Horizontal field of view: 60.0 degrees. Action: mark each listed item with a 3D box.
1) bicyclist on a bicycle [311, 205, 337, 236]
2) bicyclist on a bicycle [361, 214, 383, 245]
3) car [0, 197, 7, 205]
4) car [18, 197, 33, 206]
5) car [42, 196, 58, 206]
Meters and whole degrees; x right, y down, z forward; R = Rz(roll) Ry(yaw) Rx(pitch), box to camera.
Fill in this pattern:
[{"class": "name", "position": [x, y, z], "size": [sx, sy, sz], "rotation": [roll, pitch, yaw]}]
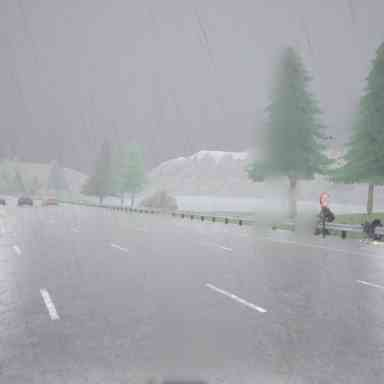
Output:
[{"class": "bicyclist on a bicycle", "position": [6.761, 1.419, 16.909], "size": [1.656, 1.620, 0.582], "rotation": [3, -2, -19]}, {"class": "bicyclist on a bicycle", "position": [7.902, 1.727, 14.462], "size": [1.620, 1.656, 0.582], "rotation": [-3, 2, -28]}, {"class": "car", "position": [-32.451, 1.526, 56.119], "size": [1.812, 1.442, 4.674], "rotation": [0, 0, -32]}, {"class": "car", "position": [-27.542, 1.491, 54.965], "size": [2.128, 1.511, 4.902], "rotation": [0, 0, -33]}, {"class": "car", "position": [-23.640, 1.478, 55.371], "size": [1.882, 1.535, 5.008], "rotation": [0, 0, -33]}]
